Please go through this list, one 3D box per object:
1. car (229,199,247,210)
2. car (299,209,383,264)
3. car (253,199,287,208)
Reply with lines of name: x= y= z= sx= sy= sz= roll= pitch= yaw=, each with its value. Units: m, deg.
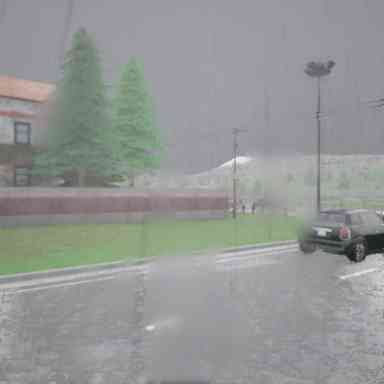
car: x=5.650 y=1.694 z=46.699 sx=1.812 sy=1.442 sz=4.674 roll=0 pitch=0 yaw=-36
car: x=6.097 y=1.417 z=12.404 sx=4.553 sy=1.767 sz=2.097 roll=0 pitch=0 yaw=-35
car: x=11.669 y=1.754 z=50.329 sx=2.033 sy=1.411 sz=5.357 roll=0 pitch=0 yaw=-36
